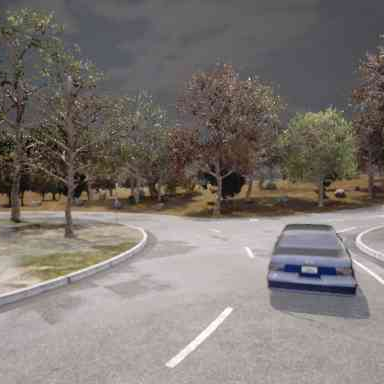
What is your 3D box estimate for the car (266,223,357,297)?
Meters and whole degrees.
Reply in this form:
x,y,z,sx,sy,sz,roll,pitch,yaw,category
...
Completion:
x,y,z,sx,sy,sz,roll,pitch,yaw,category
3.078,1.548,8.786,2.033,1.411,5.357,0,0,19,car
